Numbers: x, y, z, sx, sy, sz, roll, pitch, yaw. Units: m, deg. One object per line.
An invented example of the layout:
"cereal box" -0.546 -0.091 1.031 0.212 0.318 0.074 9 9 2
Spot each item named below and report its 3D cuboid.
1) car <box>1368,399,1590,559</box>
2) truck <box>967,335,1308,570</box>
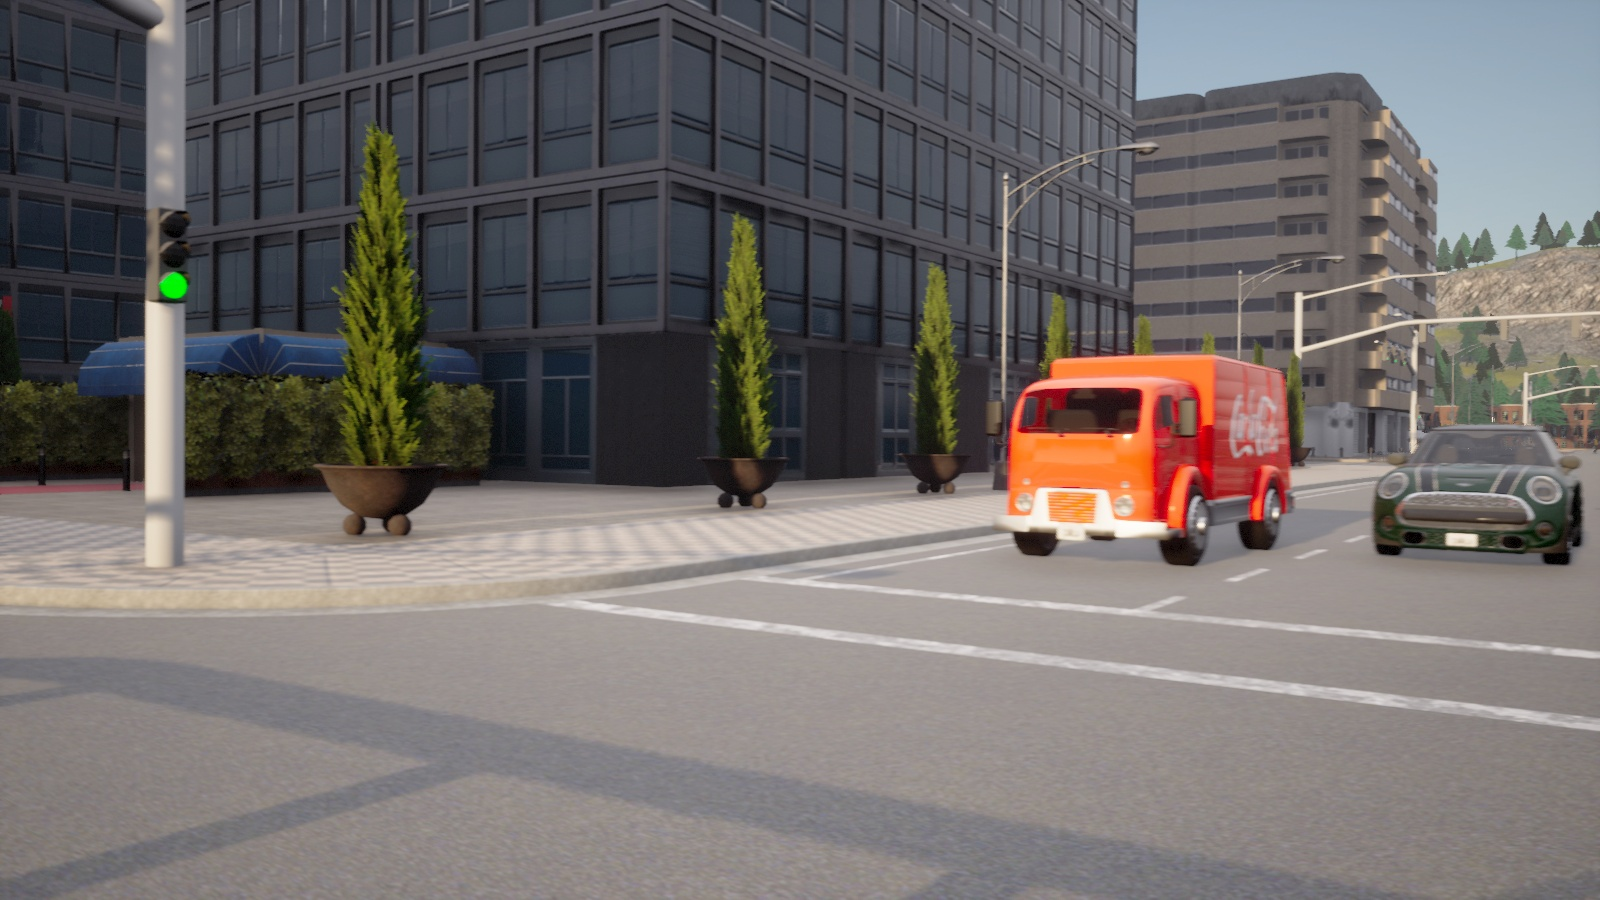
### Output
"car" 8.948 0.286 16.344 2.097 1.767 4.553 0 1 34
"truck" 4.502 -0.015 16.025 2.627 2.467 5.204 0 1 34
